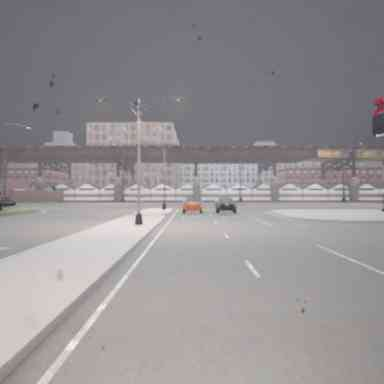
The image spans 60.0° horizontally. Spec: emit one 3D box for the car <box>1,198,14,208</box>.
[{"bbox_3d":[-27.190,1.594,44.838,4.718,1.301,1.895,0,0,0],"label":"car"}]

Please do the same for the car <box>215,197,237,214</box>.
[{"bbox_3d":[3.611,1.345,36.088,2.097,1.767,4.553,0,0,1],"label":"car"}]

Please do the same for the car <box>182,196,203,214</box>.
[{"bbox_3d":[0.064,1.345,36.082,2.097,1.767,4.553,0,0,1],"label":"car"}]

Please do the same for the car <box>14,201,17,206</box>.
[{"bbox_3d":[-27.861,1.557,48.354,4.181,1.385,1.994,0,0,1],"label":"car"}]
